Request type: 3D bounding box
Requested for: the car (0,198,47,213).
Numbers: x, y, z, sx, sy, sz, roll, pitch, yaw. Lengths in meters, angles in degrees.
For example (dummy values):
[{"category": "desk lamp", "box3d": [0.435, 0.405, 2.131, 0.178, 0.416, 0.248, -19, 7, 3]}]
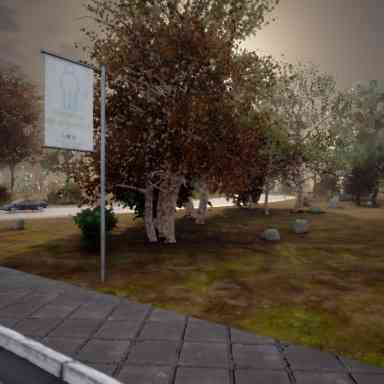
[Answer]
[{"category": "car", "box3d": [-18.782, 1.500, 37.177, 1.837, 1.490, 4.892, 0, 0, 38]}]
